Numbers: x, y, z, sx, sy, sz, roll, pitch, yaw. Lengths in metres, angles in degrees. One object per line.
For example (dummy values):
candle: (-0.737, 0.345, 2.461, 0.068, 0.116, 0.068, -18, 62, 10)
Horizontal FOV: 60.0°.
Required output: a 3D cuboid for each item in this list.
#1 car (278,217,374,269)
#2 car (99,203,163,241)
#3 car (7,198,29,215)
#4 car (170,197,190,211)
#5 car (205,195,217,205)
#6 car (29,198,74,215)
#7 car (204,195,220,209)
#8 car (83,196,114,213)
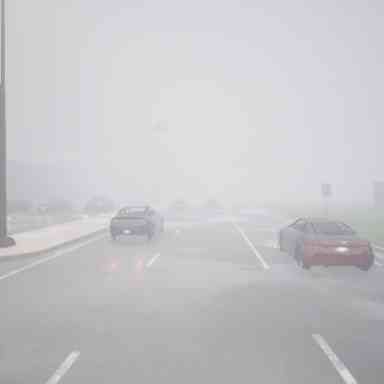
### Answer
car: (4.163, 1.519, 11.002, 1.994, 1.385, 4.181, 0, 0, 3)
car: (-2.556, 1.418, 16.245, 2.128, 1.511, 4.902, 0, 0, 3)
car: (-16.839, 1.355, 31.457, 1.837, 1.490, 4.892, 0, 0, 4)
car: (-1.279, 1.313, 37.621, 1.882, 1.535, 5.008, 0, 0, 3)
car: (3.155, 1.292, 54.571, 1.812, 1.442, 4.674, 0, 0, 3)
car: (-13.264, 1.339, 32.431, 2.128, 1.511, 4.902, 0, 0, 4)
car: (2.472, 1.347, 41.685, 1.812, 1.442, 4.674, 0, 0, 3)
car: (-9.609, 1.192, 34.505, 2.097, 1.767, 4.553, 0, 0, 4)
